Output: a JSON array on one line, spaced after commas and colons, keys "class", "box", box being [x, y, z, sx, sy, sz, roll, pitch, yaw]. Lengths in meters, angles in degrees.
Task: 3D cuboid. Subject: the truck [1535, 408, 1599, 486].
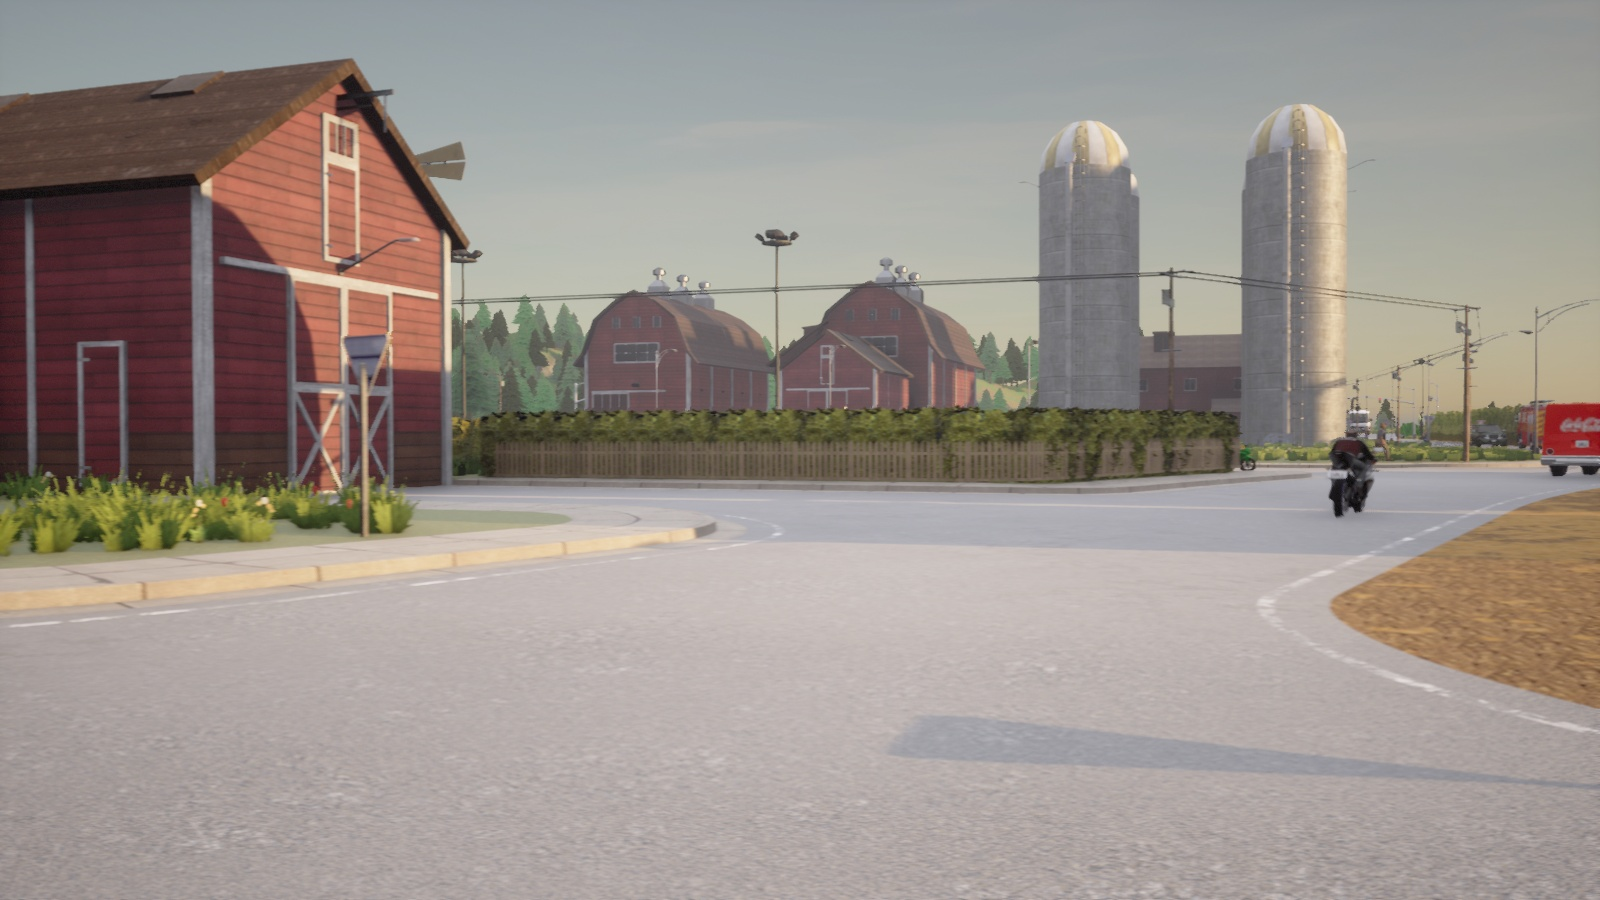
[{"class": "truck", "box": [26.931, -0.144, 41.970, 5.204, 2.467, 2.627, -1, 1, -42]}]

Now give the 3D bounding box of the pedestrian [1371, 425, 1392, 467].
[{"class": "pedestrian", "box": [25.962, -0.169, 56.108, 0.694, 1.848, 0.540, 0, 1, 4]}]

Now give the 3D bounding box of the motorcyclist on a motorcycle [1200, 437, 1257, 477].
[{"class": "motorcyclist on a motorcycle", "box": [16.801, 0.253, 49.267, 2.044, 1.523, 0.797, 1, 1, 25]}]

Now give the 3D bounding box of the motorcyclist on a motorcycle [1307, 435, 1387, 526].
[{"class": "motorcyclist on a motorcycle", "box": [9.773, 0.506, 22.387, 0.866, 1.530, 2.191, 1, 1, 35]}]
